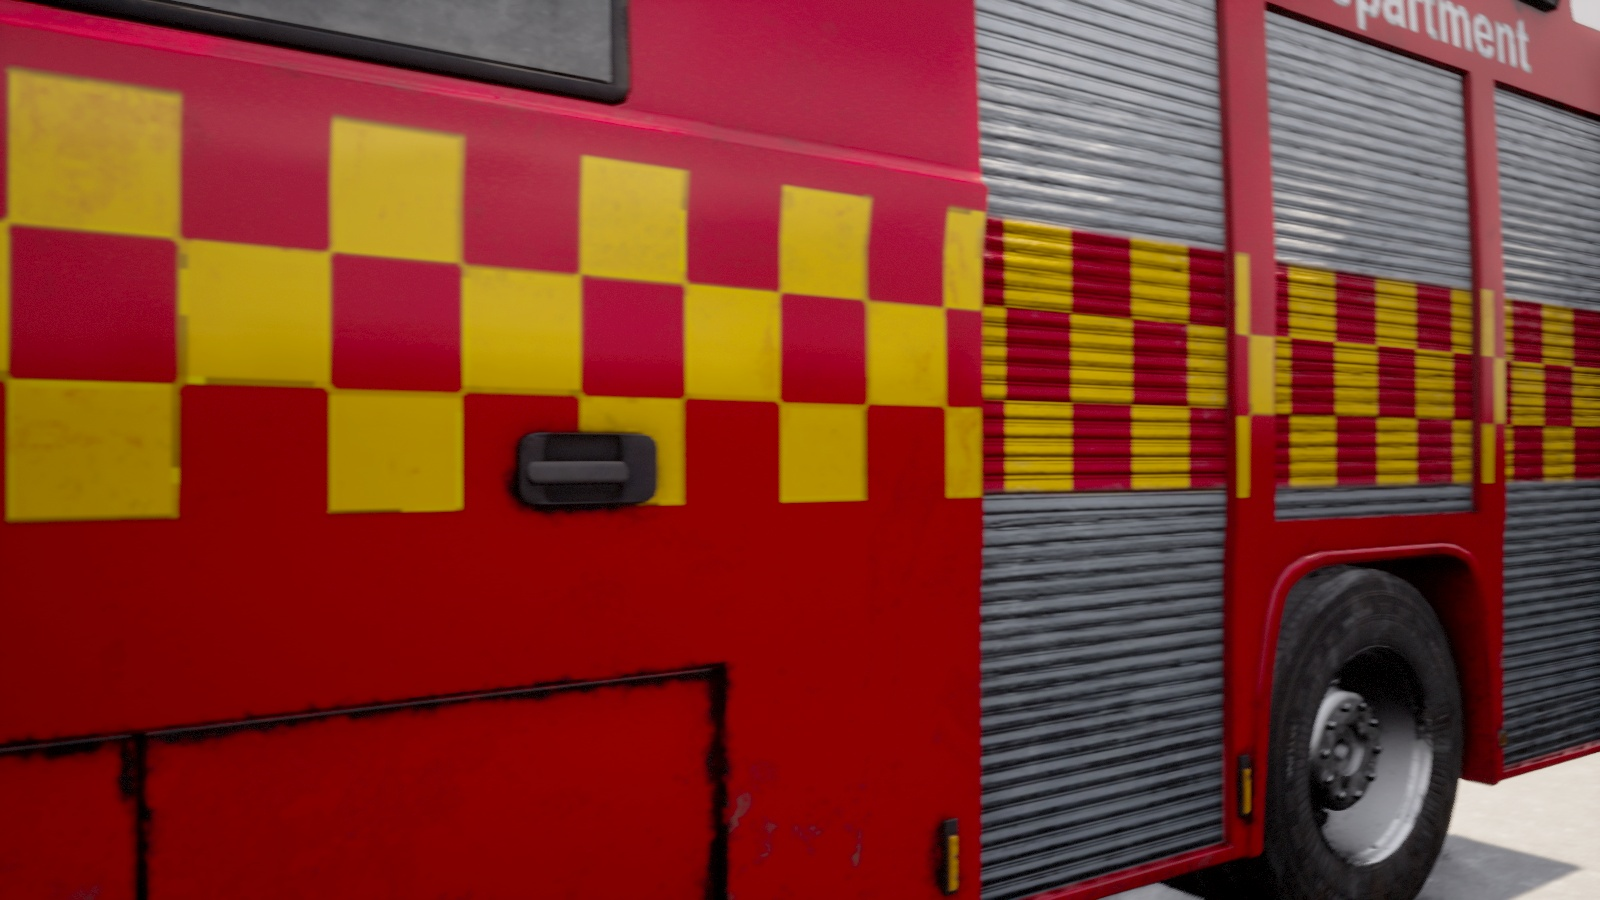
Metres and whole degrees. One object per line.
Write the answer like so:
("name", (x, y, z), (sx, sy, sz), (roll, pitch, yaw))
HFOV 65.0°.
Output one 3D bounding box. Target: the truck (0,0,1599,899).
("truck", (-1.342, -0.409, 3.337), (8.468, 3.827, 2.891), (0, 0, -35))
